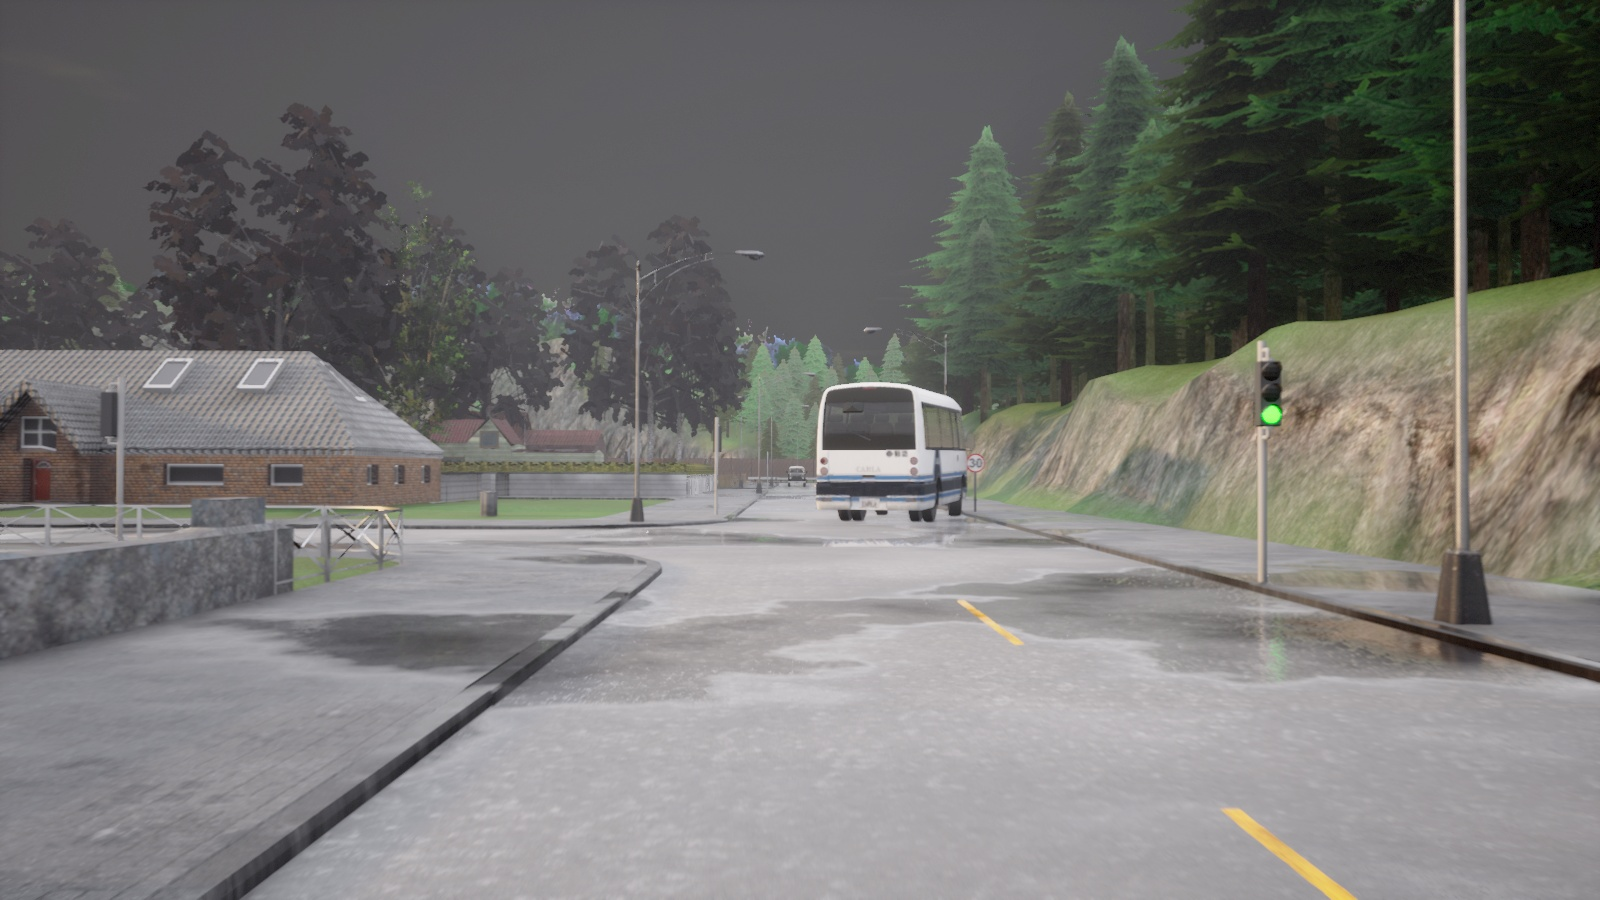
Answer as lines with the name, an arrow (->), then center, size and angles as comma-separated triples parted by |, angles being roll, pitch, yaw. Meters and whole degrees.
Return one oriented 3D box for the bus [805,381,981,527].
bus -> 3.412, 0.142, 41.852 | 3.944, 4.253, 10.273 | -1, 0, 15
